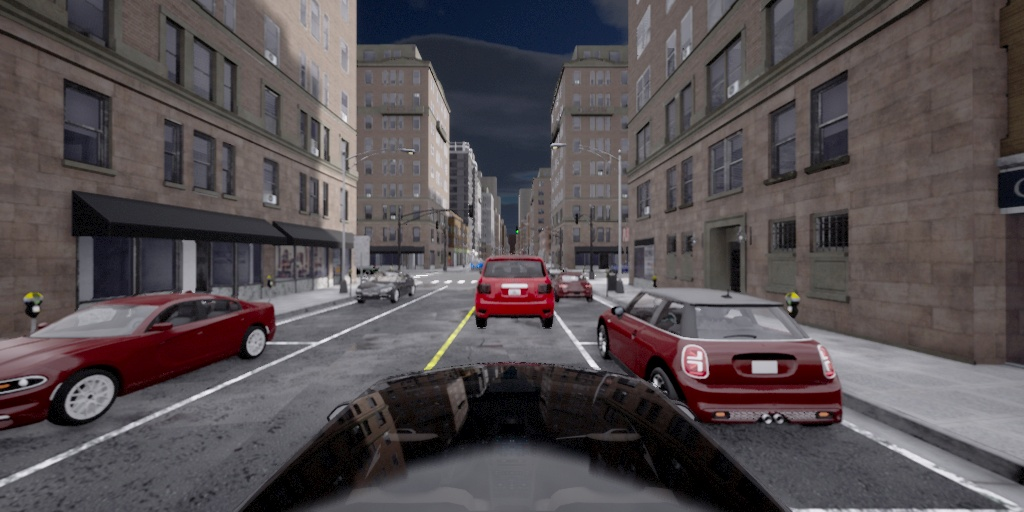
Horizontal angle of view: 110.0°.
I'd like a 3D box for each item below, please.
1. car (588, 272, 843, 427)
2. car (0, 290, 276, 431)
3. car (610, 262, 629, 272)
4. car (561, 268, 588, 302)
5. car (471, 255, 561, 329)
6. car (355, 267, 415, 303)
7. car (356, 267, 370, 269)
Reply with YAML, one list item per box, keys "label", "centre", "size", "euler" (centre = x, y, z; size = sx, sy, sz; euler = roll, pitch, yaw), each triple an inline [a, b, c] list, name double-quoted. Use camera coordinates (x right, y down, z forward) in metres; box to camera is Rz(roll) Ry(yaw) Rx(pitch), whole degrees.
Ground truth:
- label: "car"
  centre: [2.675, 1.207, 5.725]
  size: [1.967, 1.591, 4.097]
  euler: [0, 0, 0]
- label: "car"
  centre: [-5.851, 1.312, 5.732]
  size: [1.888, 1.381, 4.507]
  euler: [0, 0, 0]
- label: "car"
  centre: [14.599, 1.481, 44.478]
  size: [4.674, 1.442, 1.812]
  euler: [0, 0, -2]
- label: "car"
  centre: [2.695, 1.398, 16.914]
  size: [1.802, 1.307, 4.207]
  euler: [0, 0, 0]
- label: "car"
  centre: [0.079, 1.013, 11.633]
  size: [2.150, 2.045, 5.566]
  euler: [0, 0, 0]
- label: "car"
  centre: [-5.831, 1.366, 16.923]
  size: [2.007, 1.370, 4.403]
  euler: [0, 0, 0]
- label: "car"
  centre: [-16.384, 1.485, 37.662]
  size: [4.718, 1.301, 1.895]
  euler: [0, 0, 0]
